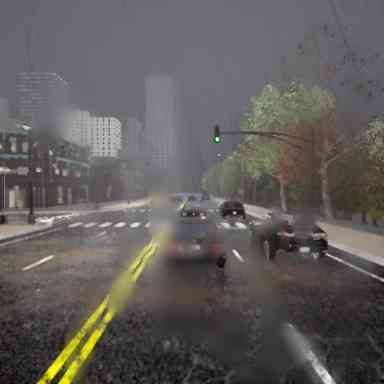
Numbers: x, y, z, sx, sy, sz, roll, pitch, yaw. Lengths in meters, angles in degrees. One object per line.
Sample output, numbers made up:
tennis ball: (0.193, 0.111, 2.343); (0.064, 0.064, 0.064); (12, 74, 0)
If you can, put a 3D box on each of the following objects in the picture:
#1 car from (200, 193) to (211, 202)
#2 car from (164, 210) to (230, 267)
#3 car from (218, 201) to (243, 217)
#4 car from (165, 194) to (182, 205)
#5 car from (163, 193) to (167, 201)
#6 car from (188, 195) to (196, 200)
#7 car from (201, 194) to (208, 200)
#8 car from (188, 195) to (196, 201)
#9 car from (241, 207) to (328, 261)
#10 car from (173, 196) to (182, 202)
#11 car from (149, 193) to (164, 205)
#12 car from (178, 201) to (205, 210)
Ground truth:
car: (3.223, 1.231, 77.512); (2.150, 2.045, 5.566); (0, 0, 0)
car: (0.096, 1.551, 11.357); (2.033, 1.411, 5.357); (0, 0, 0)
car: (3.340, 1.487, 28.452); (1.882, 1.535, 5.008); (0, 0, 0)
car: (-3.315, 1.491, 59.523); (1.882, 1.535, 5.008); (0, 0, 0)
car: (-6.525, 1.240, 75.067); (2.150, 2.045, 5.566); (0, 0, 0)
car: (-0.030, 1.399, 87.899); (1.994, 1.385, 4.181); (0, 0, 0)
car: (3.220, 1.371, 87.901); (1.812, 1.442, 4.674); (0, 0, 0)
car: (-0.027, 1.484, 77.480); (1.882, 1.535, 5.008); (0, 0, 0)
car: (3.347, 1.496, 12.293); (2.128, 1.511, 4.902); (0, 0, 0)
car: (-3.274, 1.567, 74.998); (1.994, 1.385, 4.181); (0, 0, 0)
car: (-6.565, 1.491, 59.523); (1.882, 1.535, 5.008); (0, 0, 0)
car: (0.093, 1.610, 25.516); (1.895, 1.301, 4.718); (0, 0, 0)
